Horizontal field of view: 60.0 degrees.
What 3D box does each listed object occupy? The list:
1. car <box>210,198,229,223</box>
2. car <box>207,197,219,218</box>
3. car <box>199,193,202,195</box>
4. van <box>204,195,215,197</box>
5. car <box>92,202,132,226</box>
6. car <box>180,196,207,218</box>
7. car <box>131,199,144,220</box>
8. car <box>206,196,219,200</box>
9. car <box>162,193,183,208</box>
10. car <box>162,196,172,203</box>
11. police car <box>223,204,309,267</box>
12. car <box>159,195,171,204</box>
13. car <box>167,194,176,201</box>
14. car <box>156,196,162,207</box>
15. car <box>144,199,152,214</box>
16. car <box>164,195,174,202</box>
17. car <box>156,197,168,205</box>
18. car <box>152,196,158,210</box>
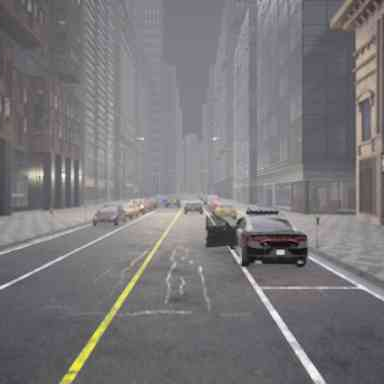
[{"bbox_3d":[2.861,1.546,29.165,1.752,1.417,4.829,0,0,0],"label":"car"},{"bbox_3d":[2.880,1.569,34.597,1.887,1.381,4.507,0,0,0],"label":"car"},{"bbox_3d":[3.031,1.604,79.414,1.887,1.381,4.507,0,0,0],"label":"car"},{"bbox_3d":[2.918,1.374,45.801,1.690,1.788,3.998,0,0,0],"label":"van"},{"bbox_3d":[-5.684,1.599,23.414,1.802,1.307,4.206,0,0,0],"label":"car"},{"bbox_3d":[0.163,1.515,34.847,2.128,1.511,4.902,0,0,1],"label":"car"},{"bbox_3d":[-5.665,1.546,28.846,1.752,1.417,4.829,0,0,0],"label":"car"},{"bbox_3d":[2.899,1.573,40.199,1.887,1.381,4.507,0,0,0],"label":"car"},{"bbox_3d":[-2.839,1.255,49.608,2.150,2.045,5.566,0,0,0],"label":"car"},{"bbox_3d":[-5.513,1.622,73.830,1.947,1.339,4.313,0,0,0],"label":"car"},{"bbox_3d":[2.403,1.432,11.582,1.930,1.638,5.238,0,0,0],"label":"police car"},{"bbox_3d":[-5.532,1.492,68.228,1.967,1.590,4.097,0,0,0],"label":"car"},{"bbox_3d":[-5.456,1.385,90.635,2.192,1.841,5.009,0,0,0],"label":"car"},{"bbox_3d":[-5.608,1.579,45.821,1.887,1.381,4.507,0,0,0],"label":"car"},{"bbox_3d":[-5.645,1.465,34.617,1.967,1.590,4.097,0,0,0],"label":"car"},{"bbox_3d":[-5.494,1.501,79.431,1.967,1.590,4.097,0,0,0],"label":"car"},{"bbox_3d":[-5.551,1.629,62.626,1.802,1.307,4.206,0,0,0],"label":"car"},{"bbox_3d":[-5.627,1.574,40.219,1.887,1.381,4.507,0,0,0],"label":"car"}]
